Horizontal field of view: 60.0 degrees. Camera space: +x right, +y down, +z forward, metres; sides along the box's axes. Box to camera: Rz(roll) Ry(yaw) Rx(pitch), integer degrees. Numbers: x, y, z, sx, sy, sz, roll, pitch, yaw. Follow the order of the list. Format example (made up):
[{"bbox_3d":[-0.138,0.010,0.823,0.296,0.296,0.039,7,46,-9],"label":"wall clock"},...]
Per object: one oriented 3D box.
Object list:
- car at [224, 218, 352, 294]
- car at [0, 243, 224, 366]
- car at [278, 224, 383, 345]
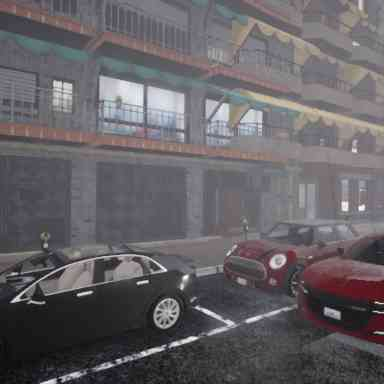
[{"bbox_3d":[2.729,1.442,8.472,4.097,1.590,1.967,0,1,-35],"label":"car"},{"bbox_3d":[-1.880,1.551,5.201,4.403,1.369,2.008,0,1,-35],"label":"car"},{"bbox_3d":[4.061,1.479,6.256,5.008,1.535,1.882,0,0,-35],"label":"car"}]
